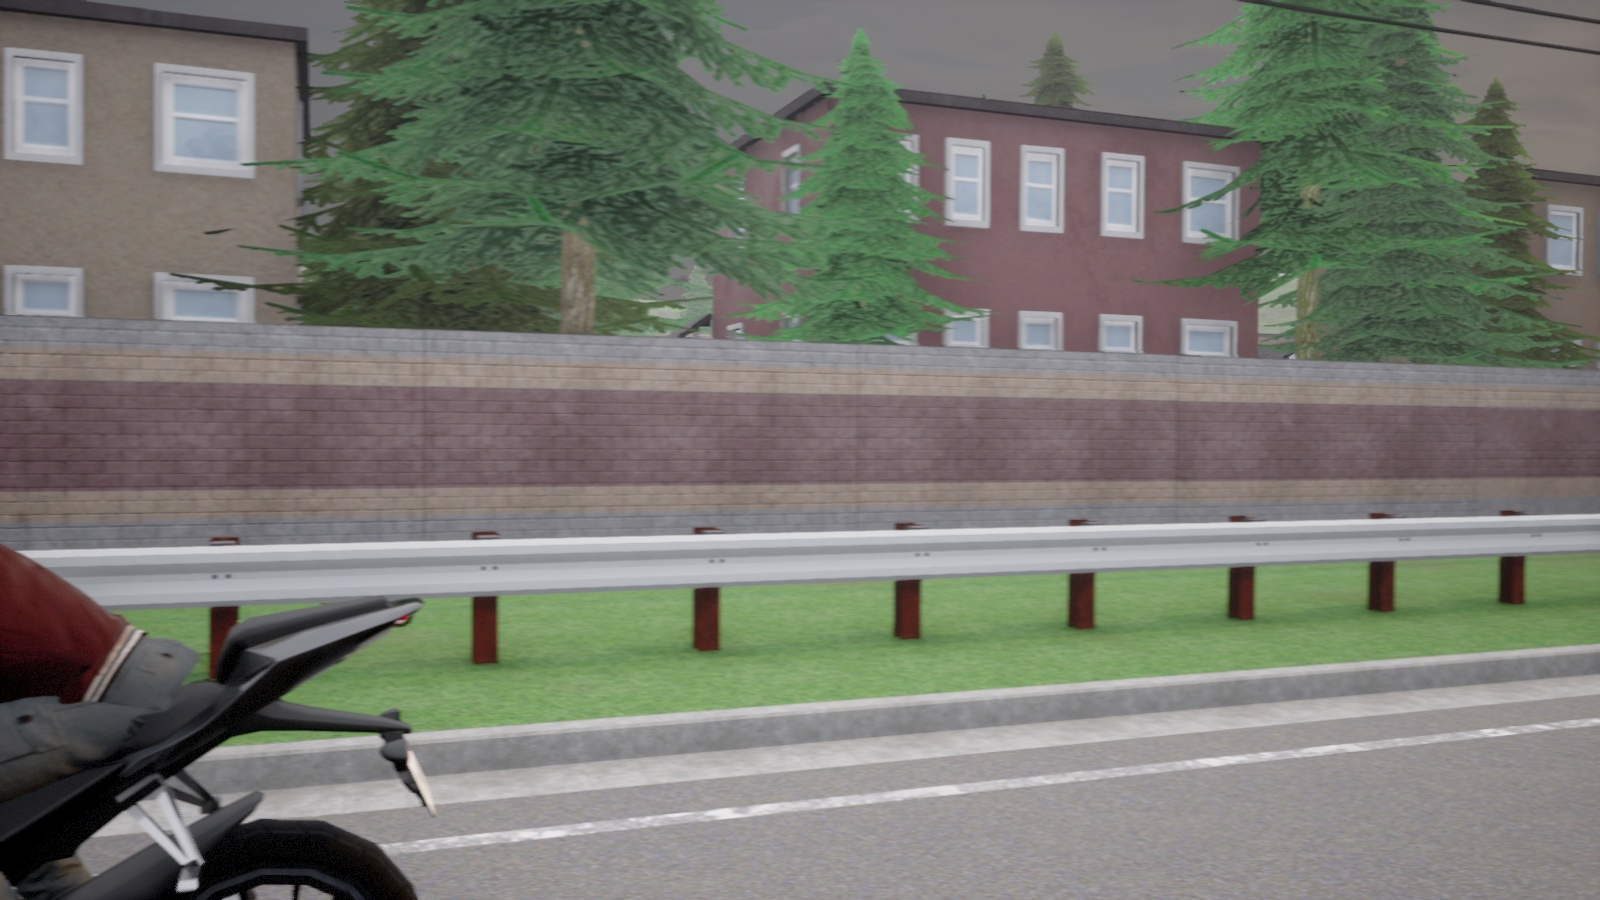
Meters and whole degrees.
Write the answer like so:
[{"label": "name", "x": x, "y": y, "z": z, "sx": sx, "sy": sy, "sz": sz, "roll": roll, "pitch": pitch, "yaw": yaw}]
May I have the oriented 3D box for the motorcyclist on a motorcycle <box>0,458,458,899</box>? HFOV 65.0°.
[{"label": "motorcyclist on a motorcycle", "x": -1.866, "y": 0.813, "z": 2.532, "sx": 2.191, "sy": 1.530, "sz": 0.866, "roll": -1, "pitch": 1, "yaw": -21}]
